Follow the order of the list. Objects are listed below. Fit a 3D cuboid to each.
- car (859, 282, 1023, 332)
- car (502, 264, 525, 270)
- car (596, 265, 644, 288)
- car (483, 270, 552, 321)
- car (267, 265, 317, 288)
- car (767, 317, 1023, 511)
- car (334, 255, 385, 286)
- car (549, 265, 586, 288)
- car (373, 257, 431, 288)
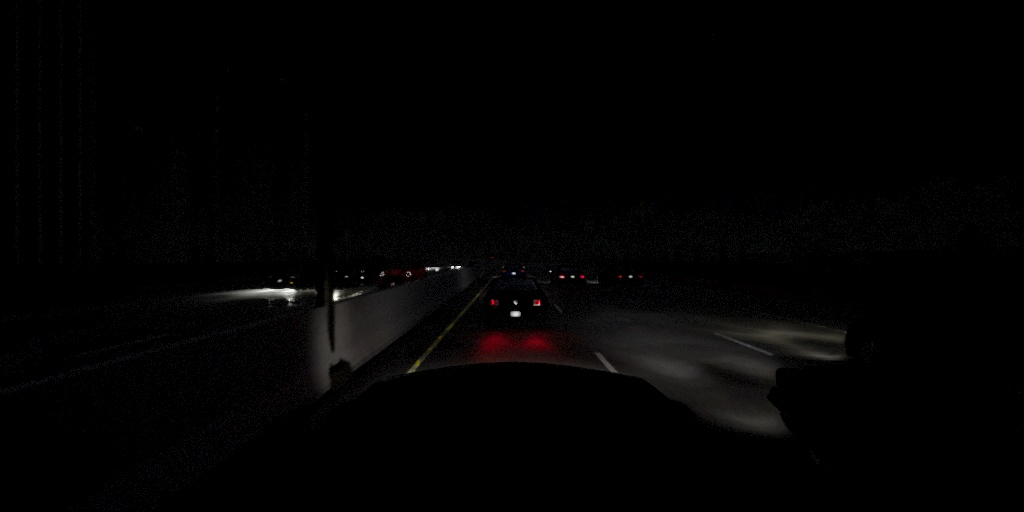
[{"bbox_3d":[7.109,1.103,4.612,2.097,1.767,4.553,0,0,0],"label":"car"},{"bbox_3d":[0.125,1.309,29.627,1.994,1.385,4.181,0,0,0],"label":"car"},{"bbox_3d":[7.119,1.295,24.041,2.033,1.411,5.357,0,0,0],"label":"car"},{"bbox_3d":[0.108,1.349,12.385,1.895,1.301,4.718,0,0,0],"label":"car"},{"bbox_3d":[-14.078,1.307,23.721,1.994,1.385,4.181,0,0,0],"label":"car"},{"bbox_3d":[3.607,1.352,1.596,1.895,1.301,4.718,0,0,0],"label":"car"},{"bbox_3d":[-10.577,0.965,25.671,2.150,2.045,5.566,0,0,0],"label":"car"},{"bbox_3d":[3.619,1.294,23.948,2.033,1.411,5.357,0,0,0],"label":"car"},{"bbox_3d":[-7.078,1.096,23.649,2.097,1.767,4.553,0,0,0],"label":"car"}]
